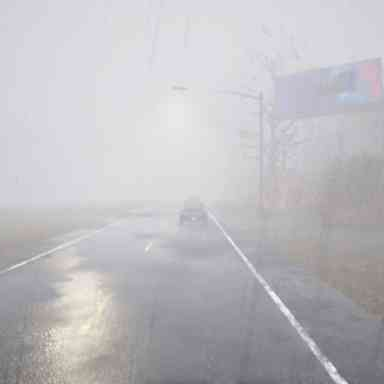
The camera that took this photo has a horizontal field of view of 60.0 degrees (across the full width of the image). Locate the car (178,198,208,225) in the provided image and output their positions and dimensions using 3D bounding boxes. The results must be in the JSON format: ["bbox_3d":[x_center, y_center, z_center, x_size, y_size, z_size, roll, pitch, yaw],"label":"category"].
[{"bbox_3d":[0.097,1.417,23.090,2.128,1.511,4.902,0,0,0],"label":"car"}]

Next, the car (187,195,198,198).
[{"bbox_3d":[0.098,1.216,42.134,2.097,1.767,4.553,0,0,0],"label":"car"}]
